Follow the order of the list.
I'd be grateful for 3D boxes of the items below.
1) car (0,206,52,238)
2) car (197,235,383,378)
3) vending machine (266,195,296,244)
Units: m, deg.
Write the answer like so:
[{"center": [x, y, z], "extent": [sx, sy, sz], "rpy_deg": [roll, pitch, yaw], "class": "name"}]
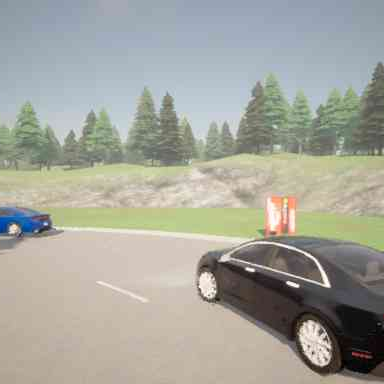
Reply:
[{"center": [-9.842, 1.477, 17.278], "extent": [5.008, 1.535, 1.882], "rpy_deg": [0, -1, 10], "class": "car"}, {"center": [1.760, 1.507, 5.785], "extent": [1.837, 1.490, 4.892], "rpy_deg": [1, 0, -25], "class": "car"}, {"center": [4.051, 1.195, 15.098], "extent": [0.880, 2.100, 1.100], "rpy_deg": [0, 0, 43], "class": "vending machine"}]
